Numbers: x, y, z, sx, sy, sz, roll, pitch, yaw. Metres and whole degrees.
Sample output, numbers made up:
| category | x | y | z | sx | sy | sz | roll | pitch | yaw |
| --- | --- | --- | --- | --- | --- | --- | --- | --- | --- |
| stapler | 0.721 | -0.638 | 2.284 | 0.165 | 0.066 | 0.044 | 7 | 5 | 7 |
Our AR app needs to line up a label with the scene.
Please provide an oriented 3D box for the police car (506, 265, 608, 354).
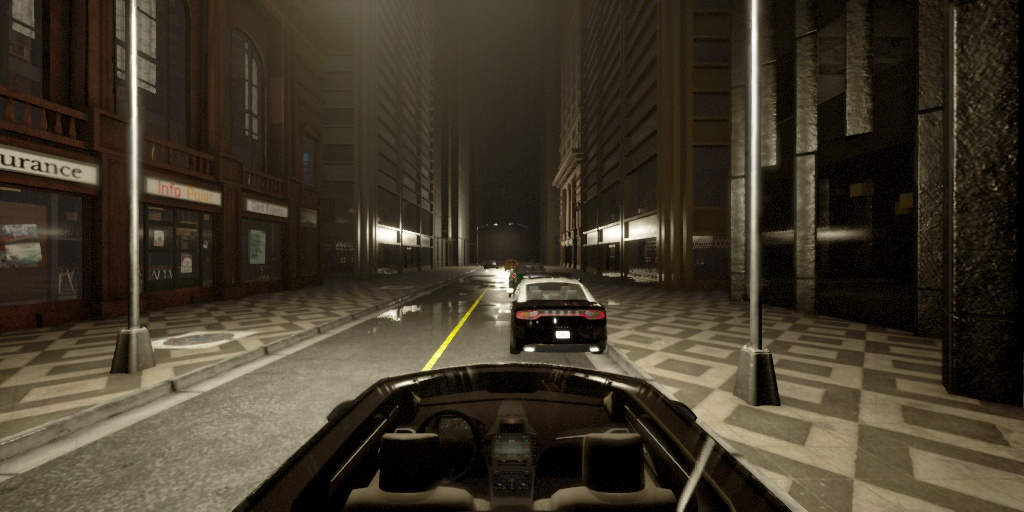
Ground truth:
| category | x | y | z | sx | sy | sz | roll | pitch | yaw |
| --- | --- | --- | --- | --- | --- | --- | --- | --- | --- |
| police car | 0.890 | 1.178 | 8.882 | 1.930 | 1.638 | 5.238 | 0 | 0 | 0 |

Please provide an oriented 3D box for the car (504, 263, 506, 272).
| category | x | y | z | sx | sy | sz | roll | pitch | yaw |
| --- | --- | --- | --- | --- | --- | --- | --- | --- | --- |
| car | -0.027 | 1.281 | 48.210 | 1.882 | 1.535 | 5.008 | 0 | 0 | 0 |

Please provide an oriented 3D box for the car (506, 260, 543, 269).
| category | x | y | z | sx | sy | sz | roll | pitch | yaw |
| --- | --- | --- | --- | --- | --- | --- | --- | --- | --- |
| car | 0.875 | 1.111 | 18.743 | 2.097 | 1.767 | 4.553 | 0 | 0 | 0 |

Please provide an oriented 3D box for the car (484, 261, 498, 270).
| category | x | y | z | sx | sy | sz | roll | pitch | yaw |
| --- | --- | --- | --- | --- | --- | --- | --- | --- | --- |
| car | -3.076 | 1.378 | 53.122 | 1.994 | 1.385 | 4.181 | 0 | 0 | 0 |
